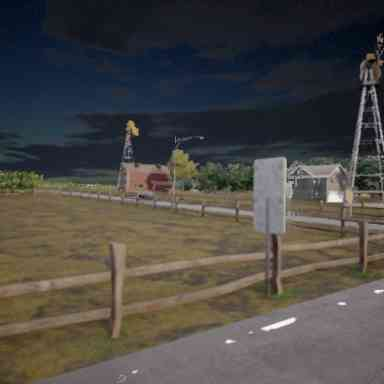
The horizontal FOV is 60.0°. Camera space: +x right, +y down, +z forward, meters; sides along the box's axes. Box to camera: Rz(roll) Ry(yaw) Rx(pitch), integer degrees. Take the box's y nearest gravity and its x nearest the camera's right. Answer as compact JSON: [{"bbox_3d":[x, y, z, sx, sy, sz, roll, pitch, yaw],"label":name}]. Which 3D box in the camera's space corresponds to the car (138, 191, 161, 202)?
[{"bbox_3d":[-6.112,0.581,46.575,1.882,1.535,5.008,1,1,-35],"label":"car"}]
